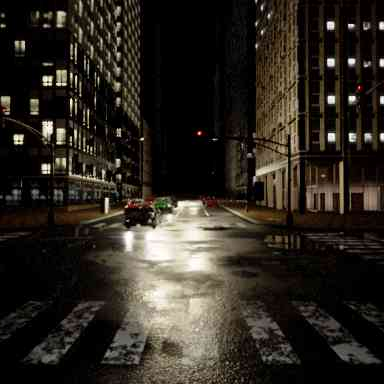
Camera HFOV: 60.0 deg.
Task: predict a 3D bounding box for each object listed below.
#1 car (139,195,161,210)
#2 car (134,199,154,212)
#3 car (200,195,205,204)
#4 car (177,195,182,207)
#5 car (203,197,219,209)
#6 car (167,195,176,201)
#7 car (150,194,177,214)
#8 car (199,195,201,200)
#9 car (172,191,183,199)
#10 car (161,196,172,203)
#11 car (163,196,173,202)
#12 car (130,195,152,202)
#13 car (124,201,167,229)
[{"bbox_3d":[-5.604,1.332,44.986,2.192,1.841,5.009,1,0,0],"label":"car"},{"bbox_3d":[-5.618,1.597,39.411,1.802,1.307,4.206,1,0,0],"label":"car"},{"bbox_3d":[2.789,1.547,56.361,1.752,1.417,4.829,1,0,0],"label":"car"},{"bbox_3d":[-3.018,1.567,49.718,2.033,1.411,5.357,0,0,0],"label":"car"},{"bbox_3d":[2.770,1.599,45.035,1.802,1.307,4.206,1,0,0],"label":"car"},{"bbox_3d":[-5.542,1.587,89.587,2.008,1.369,4.403,1,0,0],"label":"car"},{"bbox_3d":[-3.046,1.364,35.011,2.097,1.767,4.553,0,0,0],"label":"car"},{"bbox_3d":[2.796,1.590,61.768,1.947,1.339,4.313,1,0,0],"label":"car"},{"bbox_3d":[-2.903,0.865,64.882,2.150,2.045,5.566,0,0,0],"label":"car"},{"bbox_3d":[-5.567,1.573,72.861,1.887,1.381,4.507,1,0,0],"label":"car"},{"bbox_3d":[-5.558,1.582,78.436,2.008,1.369,4.403,1,0,0],"label":"car"},{"bbox_3d":[-5.623,1.453,33.835,1.967,1.590,4.097,1,0,0],"label":"car"},{"bbox_3d":[-3.066,1.555,21.763,2.033,1.411,5.357,0,0,0],"label":"car"}]
